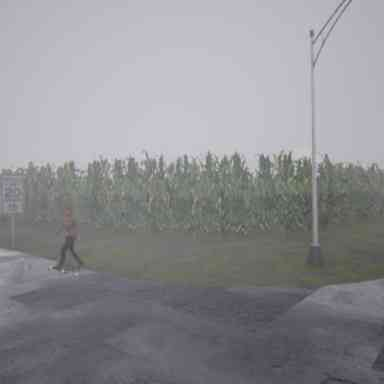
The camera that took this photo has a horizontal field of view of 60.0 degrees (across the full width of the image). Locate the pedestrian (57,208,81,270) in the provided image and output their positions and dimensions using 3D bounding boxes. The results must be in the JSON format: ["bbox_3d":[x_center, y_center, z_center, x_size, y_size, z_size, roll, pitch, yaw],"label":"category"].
[{"bbox_3d":[-3.504,1.300,9.467,0.375,1.860,0.375,-2,-2,40],"label":"pedestrian"}]
